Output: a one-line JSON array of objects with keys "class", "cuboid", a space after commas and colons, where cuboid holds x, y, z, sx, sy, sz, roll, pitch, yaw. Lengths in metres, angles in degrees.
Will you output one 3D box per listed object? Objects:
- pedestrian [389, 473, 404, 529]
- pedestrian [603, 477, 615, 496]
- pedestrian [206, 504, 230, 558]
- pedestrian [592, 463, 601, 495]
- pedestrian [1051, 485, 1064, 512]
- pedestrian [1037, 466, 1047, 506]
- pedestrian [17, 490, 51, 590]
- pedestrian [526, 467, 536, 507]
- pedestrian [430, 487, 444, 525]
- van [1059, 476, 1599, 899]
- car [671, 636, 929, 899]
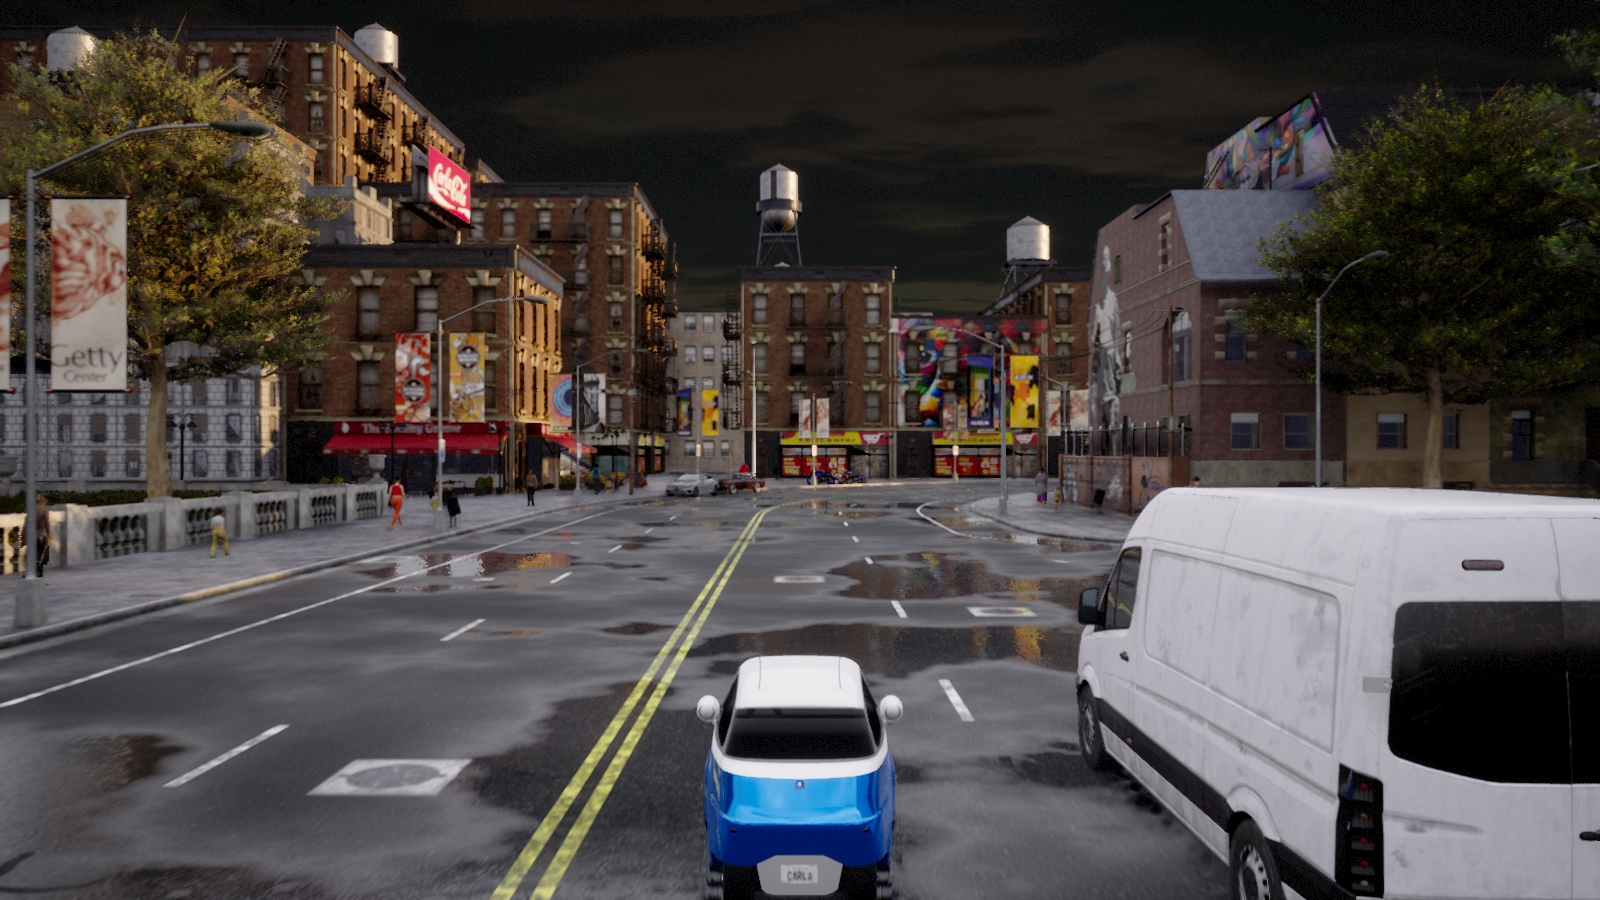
[{"class": "pedestrian", "cuboid": [-13.548, 1.702, 38.354, 0.375, 1.860, 0.375, 0, 0, 2]}, {"class": "pedestrian", "cuboid": [-10.922, 2.084, 65.239, 0.500, 1.100, 0.500, 0, 0, 16]}, {"class": "pedestrian", "cuboid": [-14.264, 1.980, 28.002, 0.375, 1.300, 0.375, 0, 0, 5]}, {"class": "pedestrian", "cuboid": [-11.839, 1.705, 66.460, 0.375, 1.860, 0.375, 0, 0, 12]}, {"class": "pedestrian", "cuboid": [11.071, 2.082, 49.123, 0.500, 1.100, 0.500, 0, 0, 3]}, {"class": "pedestrian", "cuboid": [11.512, 1.703, 54.389, 0.375, 1.860, 0.375, 0, 0, 1]}, {"class": "pedestrian", "cuboid": [-14.479, 1.700, 21.604, 0.375, 1.860, 0.375, 0, 0, 4]}, {"class": "pedestrian", "cuboid": [-12.362, 1.703, 52.516, 0.375, 1.860, 0.375, 0, 0, 3]}, {"class": "pedestrian", "cuboid": [-12.873, 1.983, 40.523, 0.375, 1.300, 0.375, 0, 0, -4]}, {"class": "van", "cuboid": [3.510, 1.535, 8.122, 1.988, 2.561, 5.915, 0, 0, 0]}, {"class": "car", "cuboid": [-0.001, 2.121, 7.684, 1.481, 1.376, 2.207, 0, 0, 0]}]
